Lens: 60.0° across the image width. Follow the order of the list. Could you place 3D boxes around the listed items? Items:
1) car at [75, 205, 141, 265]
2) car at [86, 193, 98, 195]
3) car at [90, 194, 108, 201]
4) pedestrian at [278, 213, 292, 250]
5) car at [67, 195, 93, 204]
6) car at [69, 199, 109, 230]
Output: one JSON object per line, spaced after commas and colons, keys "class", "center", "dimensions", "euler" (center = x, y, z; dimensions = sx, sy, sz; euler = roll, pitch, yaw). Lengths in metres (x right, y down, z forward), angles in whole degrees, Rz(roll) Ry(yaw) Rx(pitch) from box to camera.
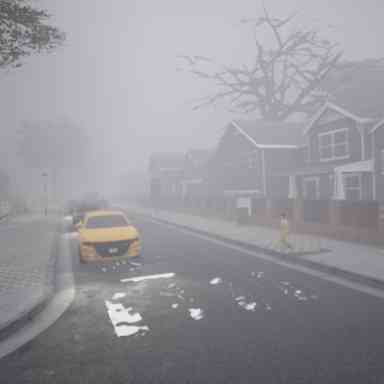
{"class": "car", "center": [-3.158, 1.456, 12.189], "dimensions": [1.882, 1.535, 5.008], "euler": [-2, 1, -19]}
{"class": "car", "center": [-15.696, 1.146, 52.315], "dimensions": [2.150, 2.045, 5.566], "euler": [-2, 1, -21]}
{"class": "car", "center": [-11.829, 1.373, 42.547], "dimensions": [1.882, 1.535, 5.008], "euler": [-2, 1, -21]}
{"class": "pedestrian", "center": [3.010, 1.195, 10.705], "dimensions": [0.375, 1.300, 0.375], "euler": [-2, 1, -21]}
{"class": "car", "center": [-12.204, 1.486, 35.597], "dimensions": [2.128, 1.511, 4.902], "euler": [-2, 1, -21]}
{"class": "car", "center": [-6.727, 1.483, 21.497], "dimensions": [1.837, 1.490, 4.892], "euler": [-2, 1, -21]}
